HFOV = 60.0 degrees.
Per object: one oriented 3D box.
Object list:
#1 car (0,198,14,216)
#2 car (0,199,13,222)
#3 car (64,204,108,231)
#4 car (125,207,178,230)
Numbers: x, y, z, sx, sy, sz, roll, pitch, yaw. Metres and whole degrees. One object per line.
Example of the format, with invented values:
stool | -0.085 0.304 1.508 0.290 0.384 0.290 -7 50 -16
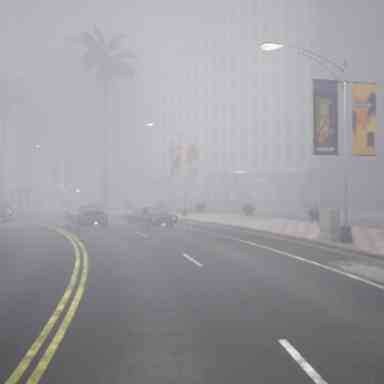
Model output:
car | -20.608 1.505 34.407 4.553 1.767 2.097 0 0 35
car | -16.047 1.471 26.424 4.553 1.767 2.097 0 0 41
car | -6.858 1.560 21.310 1.837 1.490 4.892 0 0 -32
car | -2.783 1.628 21.438 1.895 1.301 4.718 0 0 -30
